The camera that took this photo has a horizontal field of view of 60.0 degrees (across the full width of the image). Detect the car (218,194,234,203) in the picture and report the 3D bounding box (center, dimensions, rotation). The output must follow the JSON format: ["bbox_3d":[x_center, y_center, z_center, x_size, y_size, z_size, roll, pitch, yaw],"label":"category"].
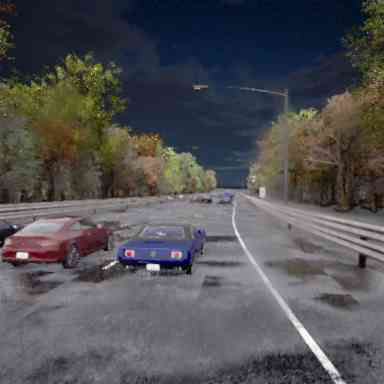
[{"bbox_3d":[6.866,1.566,67.095,1.994,1.385,4.181,0,0,8],"label":"car"}]

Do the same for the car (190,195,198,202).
[{"bbox_3d":[0.723,1.472,73.988,2.128,1.511,4.902,0,0,8],"label":"car"}]

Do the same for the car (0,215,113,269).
[{"bbox_3d":[-4.135,1.500,11.005,1.812,1.442,4.674,0,0,8],"label":"car"}]

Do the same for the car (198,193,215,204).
[{"bbox_3d":[2.895,1.456,63.804,1.882,1.535,5.008,0,0,8],"label":"car"}]

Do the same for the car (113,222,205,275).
[{"bbox_3d":[-0.669,1.597,10.549,1.895,1.301,4.718,0,0,8],"label":"car"}]

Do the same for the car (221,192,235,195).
[{"bbox_3d":[9.321,1.215,85.495,2.150,2.045,5.566,0,0,8],"label":"car"}]
